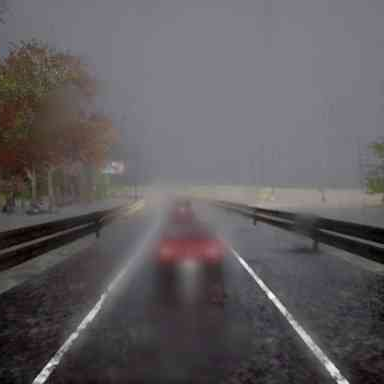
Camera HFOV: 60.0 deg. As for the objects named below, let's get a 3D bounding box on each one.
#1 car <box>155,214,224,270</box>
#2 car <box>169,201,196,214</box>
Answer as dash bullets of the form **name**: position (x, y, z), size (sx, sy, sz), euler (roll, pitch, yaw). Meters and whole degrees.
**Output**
- **car**: position (-0.103, 1.651, 11.161), size (1.895, 1.301, 4.718), euler (0, 0, -1)
- **car**: position (-0.847, 1.481, 27.493), size (2.097, 1.767, 4.553), euler (0, 0, -3)
